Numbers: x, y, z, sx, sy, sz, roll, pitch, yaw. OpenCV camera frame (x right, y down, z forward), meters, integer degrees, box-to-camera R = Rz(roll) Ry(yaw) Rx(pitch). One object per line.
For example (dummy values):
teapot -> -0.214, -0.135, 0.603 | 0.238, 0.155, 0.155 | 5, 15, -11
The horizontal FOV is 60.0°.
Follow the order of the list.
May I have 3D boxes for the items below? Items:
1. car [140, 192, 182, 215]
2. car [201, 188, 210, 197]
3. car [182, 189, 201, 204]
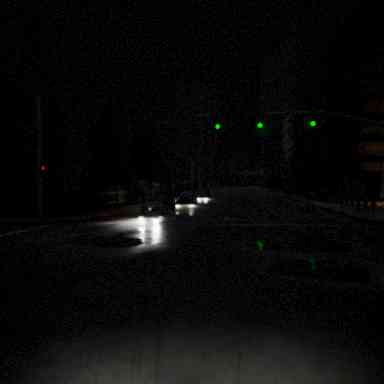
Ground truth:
car -> -2.570, 0.895, 26.227 | 2.128, 1.511, 4.902 | 0, 1, 10
car -> 2.072, 0.149, 57.152 | 2.128, 1.511, 4.902 | 0, 1, 9
car -> -0.529, 0.556, 39.704 | 1.882, 1.535, 5.008 | 0, 1, 8
